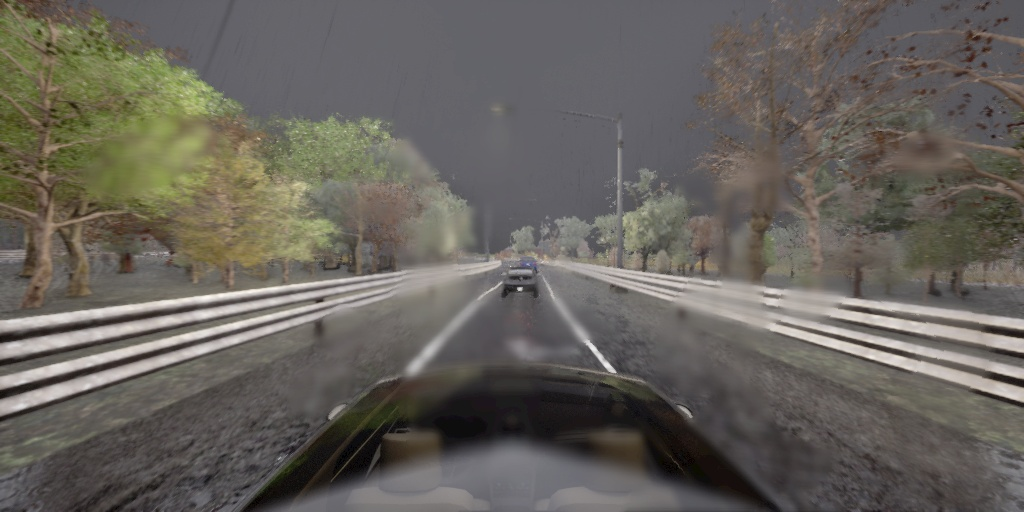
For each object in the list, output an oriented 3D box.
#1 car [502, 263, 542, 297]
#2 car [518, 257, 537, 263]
[{"bbox_3d":[0.526,1.308,19.340,1.837,1.490,4.892,0,0,3],"label":"car"},{"bbox_3d":[1.922,1.101,44.234,2.150,2.045,5.566,1,0,2],"label":"car"}]
